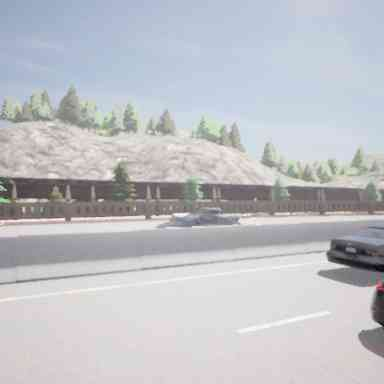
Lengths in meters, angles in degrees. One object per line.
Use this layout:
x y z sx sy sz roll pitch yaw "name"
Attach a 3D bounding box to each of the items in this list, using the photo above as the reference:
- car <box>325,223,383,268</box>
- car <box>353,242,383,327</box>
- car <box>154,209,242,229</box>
6.560 1.633 10.116 5.357 1.411 2.033 0 0 -26 "car"
4.981 1.614 5.452 4.181 1.385 1.994 0 0 -26 "car"
0.283 1.660 15.014 4.181 1.385 1.994 0 0 -26 "car"
